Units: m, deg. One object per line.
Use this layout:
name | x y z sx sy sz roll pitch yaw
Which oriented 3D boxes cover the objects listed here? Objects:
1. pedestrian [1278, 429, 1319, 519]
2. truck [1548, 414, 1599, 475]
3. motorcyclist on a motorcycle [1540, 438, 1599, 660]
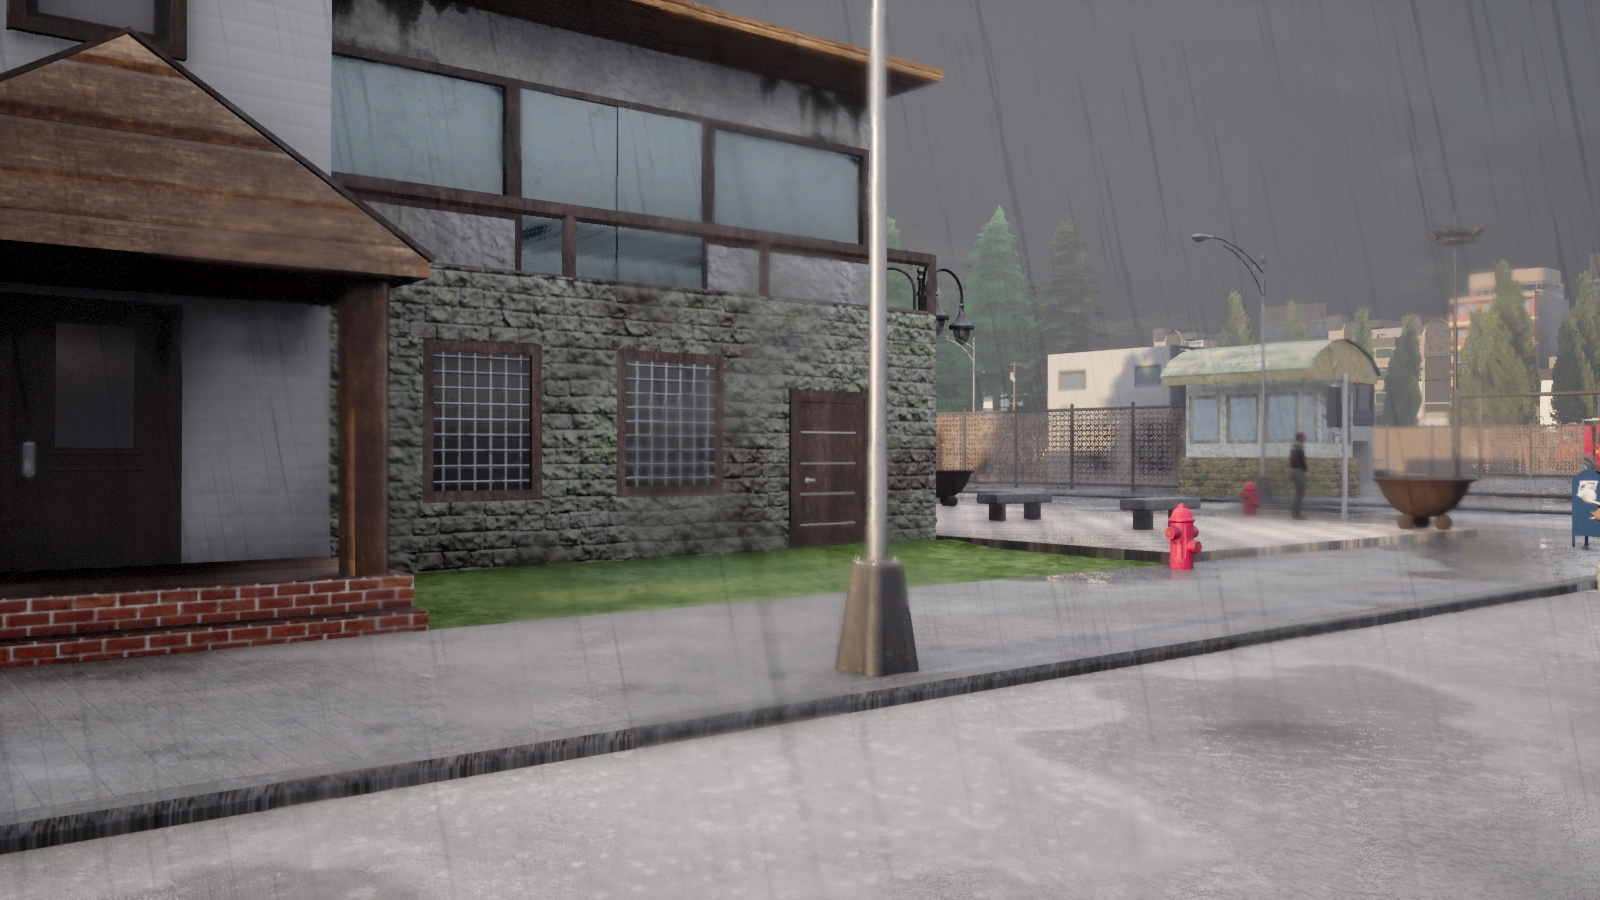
pedestrian | 10.351 0.493 26.090 0.720 1.854 0.376 0 0 8
truck | 52.102 -0.338 78.686 2.891 3.827 8.468 0 0 -39
motorcyclist on a motorcycle | 6.462 0.708 9.517 1.817 1.590 0.866 0 0 -38
